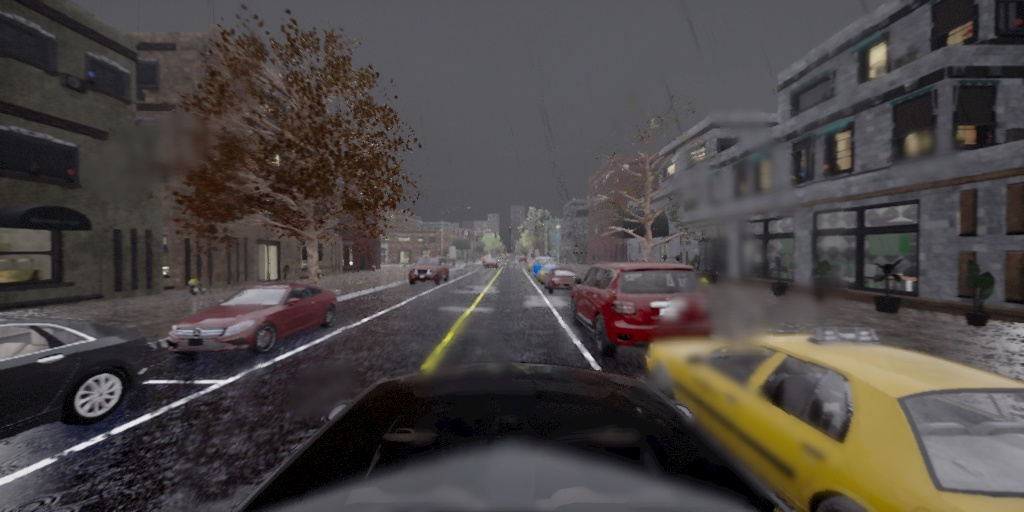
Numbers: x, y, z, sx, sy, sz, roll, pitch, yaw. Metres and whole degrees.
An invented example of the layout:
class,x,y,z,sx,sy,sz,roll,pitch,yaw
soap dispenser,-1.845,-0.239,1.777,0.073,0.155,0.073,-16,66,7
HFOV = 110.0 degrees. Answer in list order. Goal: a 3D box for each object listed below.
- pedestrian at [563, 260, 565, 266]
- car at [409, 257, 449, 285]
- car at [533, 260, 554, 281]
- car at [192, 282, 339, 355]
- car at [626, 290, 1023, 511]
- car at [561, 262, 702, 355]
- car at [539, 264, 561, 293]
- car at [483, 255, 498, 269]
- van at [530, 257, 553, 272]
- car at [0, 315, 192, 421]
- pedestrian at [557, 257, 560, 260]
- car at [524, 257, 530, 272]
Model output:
class,x,y,z,sx,sy,sz,roll,pitch,yaw
pedestrian,8.143,0.939,55.913,0.375,1.300,0.375,-1,1,0
car,-5.683,0.974,25.190,2.192,1.841,5.009,0,0,0
car,2.698,1.184,25.361,1.751,1.417,4.829,0,0,0
car,-5.685,1.306,8.545,1.802,1.307,4.207,0,0,0
car,2.696,1.270,3.167,1.751,1.417,4.829,0,0,0
car,2.696,1.038,8.546,2.192,1.841,5.009,0,0,0
car,2.697,1.262,19.643,1.802,1.307,4.207,0,0,0
car,-3.011,1.030,52.239,1.882,1.535,5.008,0,0,0
van,2.699,0.978,30.739,1.690,1.789,3.998,0,0,0
car,-5.686,1.296,2.996,2.007,1.370,4.403,0,0,0
pedestrian,7.143,0.675,55.309,0.375,1.860,0.375,-1,1,0
car,2.701,1.119,42.006,1.751,1.417,4.829,0,0,0
